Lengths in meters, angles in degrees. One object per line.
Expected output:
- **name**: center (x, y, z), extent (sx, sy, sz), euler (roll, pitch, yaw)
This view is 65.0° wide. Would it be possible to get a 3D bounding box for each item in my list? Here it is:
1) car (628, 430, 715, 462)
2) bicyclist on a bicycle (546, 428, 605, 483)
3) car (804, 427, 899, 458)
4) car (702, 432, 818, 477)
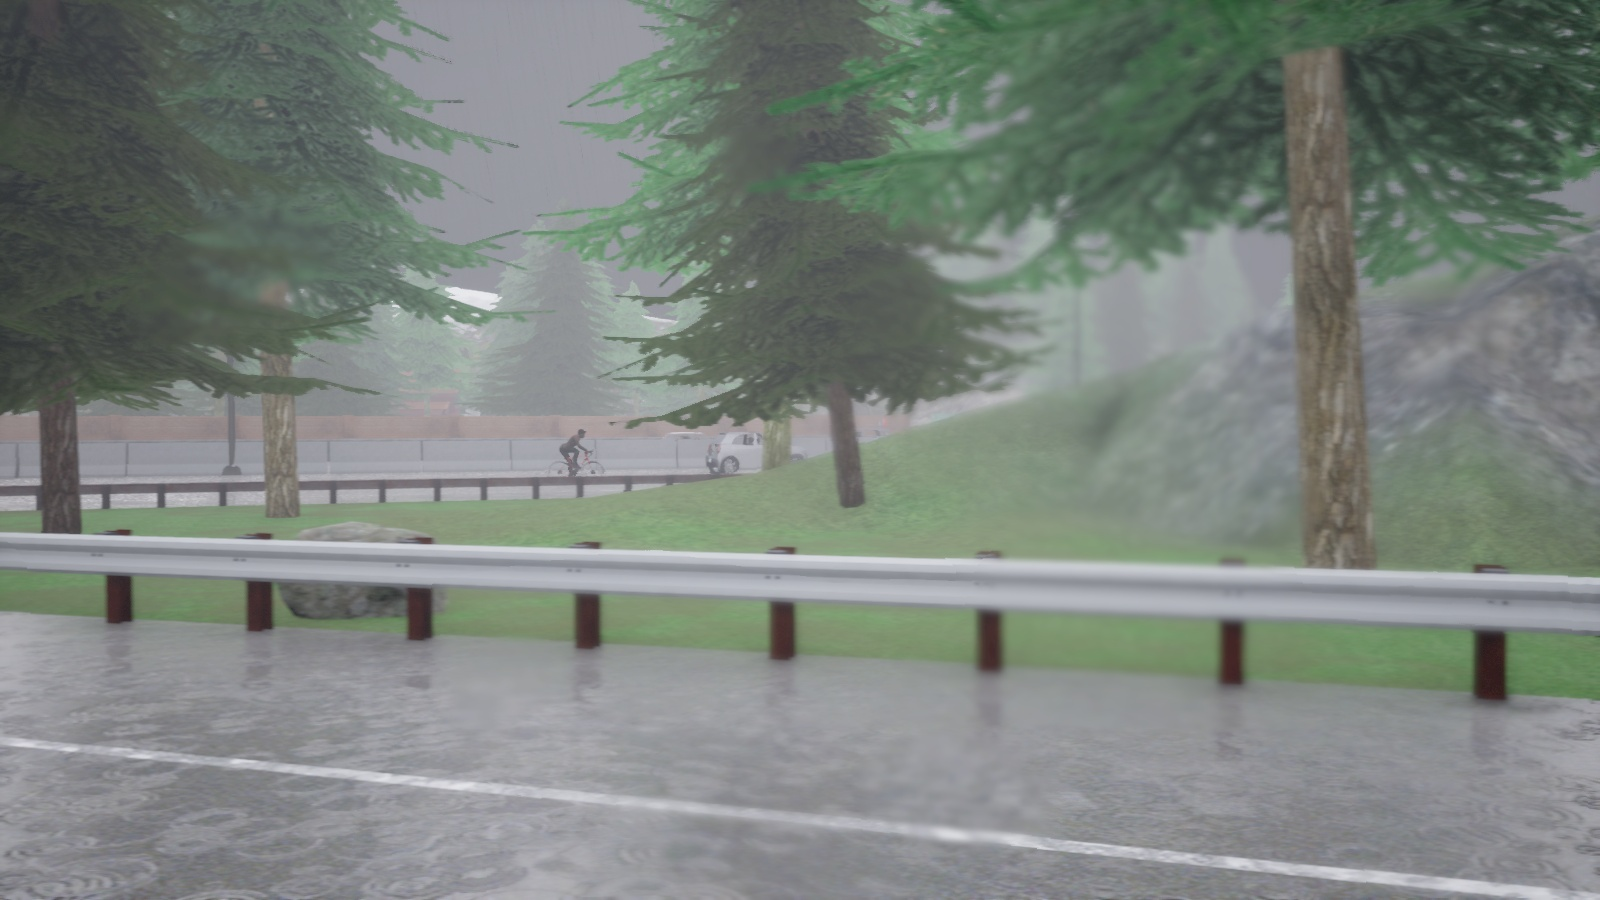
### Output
- **car**: center (-6.199, -0.210, 60.608), extent (3.806, 1.475, 1.970), euler (0, 1, -21)
- **bicyclist on a bicycle**: center (-6.613, 0.156, 37.053), extent (1.656, 1.620, 0.582), euler (0, 1, -7)
- **car**: center (2.772, -0.411, 67.717), extent (4.611, 1.667, 2.242), euler (0, 1, -21)
- **car**: center (-1.415, 0.129, 43.714), extent (3.633, 1.501, 1.845), euler (0, 1, -21)
